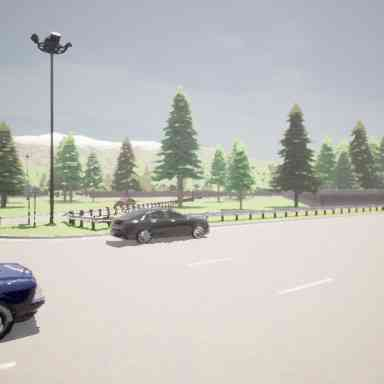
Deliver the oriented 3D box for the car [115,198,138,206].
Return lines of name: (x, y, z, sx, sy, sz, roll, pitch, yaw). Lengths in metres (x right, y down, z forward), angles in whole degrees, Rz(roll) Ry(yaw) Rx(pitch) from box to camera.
car: (-8.591, 1.520, 43.832, 1.812, 1.442, 4.674, 0, 0, 11)

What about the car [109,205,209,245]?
car: (-1.406, 1.504, 15.625, 4.892, 1.490, 1.837, -1, 0, -35)

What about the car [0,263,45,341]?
car: (-4.710, 1.601, 4.688, 4.718, 1.301, 1.895, 0, 0, -35)
